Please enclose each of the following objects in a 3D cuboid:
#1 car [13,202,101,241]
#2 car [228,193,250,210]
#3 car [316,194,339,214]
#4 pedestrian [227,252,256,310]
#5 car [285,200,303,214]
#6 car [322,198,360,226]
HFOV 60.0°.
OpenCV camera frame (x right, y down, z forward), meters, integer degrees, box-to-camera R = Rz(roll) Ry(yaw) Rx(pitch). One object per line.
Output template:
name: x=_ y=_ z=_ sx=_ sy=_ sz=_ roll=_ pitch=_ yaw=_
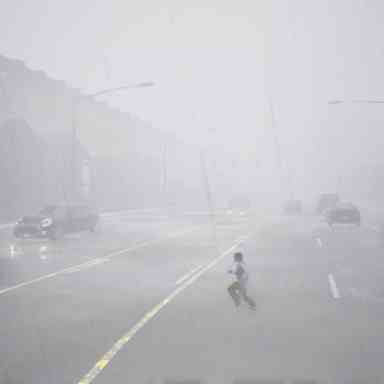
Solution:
car: x=-6.650 y=1.352 z=16.873 sx=2.097 sy=1.767 sz=4.553 roll=0 pitch=0 yaw=18
car: x=6.291 y=1.218 z=44.257 sx=2.150 sy=2.045 sz=5.566 roll=0 pitch=0 yaw=19
car: x=14.512 y=1.221 z=35.407 sx=2.150 sy=2.045 sz=5.566 roll=0 pitch=0 yaw=18
pedestrian: x=0.957 y=1.674 z=6.330 sx=0.500 sy=1.100 sz=0.500 roll=0 pitch=0 yaw=17
car: x=11.114 y=1.547 z=36.290 sx=2.033 sy=1.411 sz=5.357 roll=0 pitch=0 yaw=18
car: x=10.491 y=1.478 z=23.377 sx=1.882 sy=1.535 sz=5.008 roll=0 pitch=0 yaw=18
